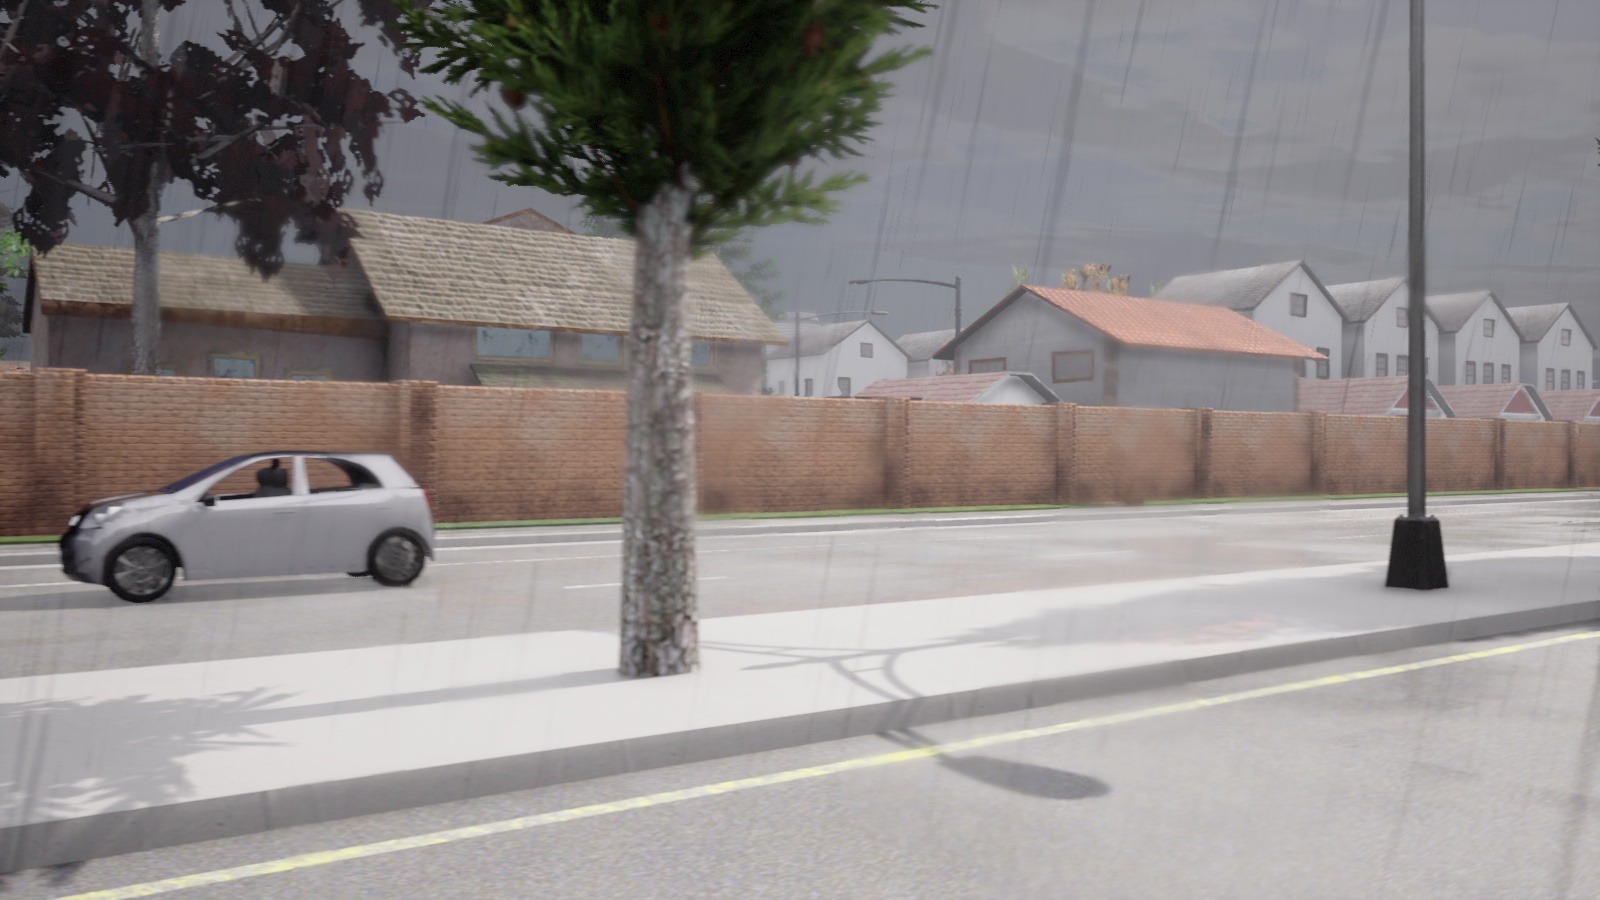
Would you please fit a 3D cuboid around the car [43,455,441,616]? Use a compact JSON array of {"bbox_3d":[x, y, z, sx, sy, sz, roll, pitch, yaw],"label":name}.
[{"bbox_3d":[-5.965,0.804,13.518,3.633,1.501,1.845,0,0,-35],"label":"car"}]
